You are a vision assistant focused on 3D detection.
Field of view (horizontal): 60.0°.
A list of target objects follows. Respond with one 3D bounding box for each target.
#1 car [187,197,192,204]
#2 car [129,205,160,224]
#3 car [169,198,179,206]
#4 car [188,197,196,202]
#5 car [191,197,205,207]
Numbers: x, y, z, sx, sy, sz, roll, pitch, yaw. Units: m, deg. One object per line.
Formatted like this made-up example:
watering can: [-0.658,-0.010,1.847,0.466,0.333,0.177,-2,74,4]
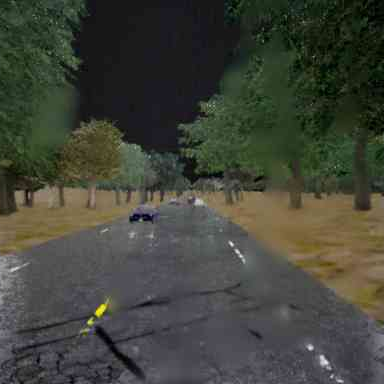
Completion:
car: [-0.002,1.811,73.671,1.882,1.535,5.008,0,-1,0]
car: [-3.600,1.704,25.665,1.895,1.301,4.718,0,0,0]
car: [-3.511,1.889,66.361,1.882,1.535,5.008,0,0,0]
car: [-0.003,2.097,95.047,2.128,1.511,4.902,0,-1,0]
car: [1.224,1.854,56.622,1.812,1.442,4.674,0,-1,0]
